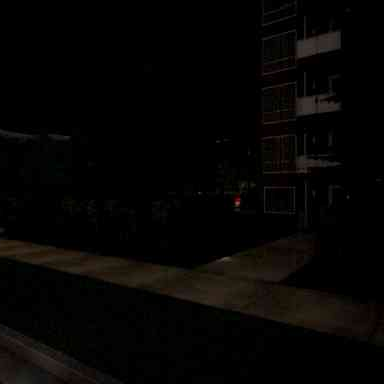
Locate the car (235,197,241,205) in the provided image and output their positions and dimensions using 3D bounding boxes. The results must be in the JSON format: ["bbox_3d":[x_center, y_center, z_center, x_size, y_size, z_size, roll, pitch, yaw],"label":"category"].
[{"bbox_3d":[9.302,1.478,58.069,1.882,1.535,5.008,0,0,36],"label":"car"}]
